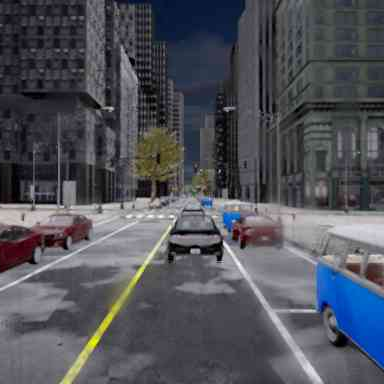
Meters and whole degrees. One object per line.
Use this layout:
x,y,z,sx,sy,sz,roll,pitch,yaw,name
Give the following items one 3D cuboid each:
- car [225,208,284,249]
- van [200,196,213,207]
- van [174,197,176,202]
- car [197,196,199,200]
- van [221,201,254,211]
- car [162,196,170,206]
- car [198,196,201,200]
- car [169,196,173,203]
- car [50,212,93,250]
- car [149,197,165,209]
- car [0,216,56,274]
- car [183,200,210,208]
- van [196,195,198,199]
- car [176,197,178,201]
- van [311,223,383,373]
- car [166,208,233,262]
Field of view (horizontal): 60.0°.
2.781,1.646,14.876,1.887,1.381,4.507,0,0,0,car
2.774,1.759,58.387,1.690,1.788,3.998,0,0,0,van
-5.748,1.967,84.725,1.690,1.788,3.998,0,0,0,van
2.776,2.139,80.037,2.008,1.369,4.403,0,0,0,car
2.783,1.481,20.403,1.690,1.788,3.998,0,0,0,van
-5.751,2.003,63.568,1.887,1.381,4.507,0,0,0,car
2.775,2.046,69.211,1.887,1.381,4.507,0,0,0,car
-5.750,1.814,68.859,2.192,1.841,5.009,0,0,0,car
-5.774,1.647,14.896,1.887,1.381,4.507,0,0,0,car
-5.758,1.902,52.818,1.752,1.417,4.829,0,0,0,car
-5.774,1.609,9.371,1.887,1.381,4.507,0,0,0,car
0.089,1.670,25.804,2.128,1.511,4.902,0,0,1,car
2.778,2.017,90.865,1.690,1.788,3.998,0,0,0,van
-5.747,2.279,95.300,1.947,1.339,4.313,0,0,0,car
2.778,1.368,3.829,1.690,1.788,3.998,0,0,0,van
0.101,1.577,12.391,2.128,1.511,4.902,0,0,0,car
